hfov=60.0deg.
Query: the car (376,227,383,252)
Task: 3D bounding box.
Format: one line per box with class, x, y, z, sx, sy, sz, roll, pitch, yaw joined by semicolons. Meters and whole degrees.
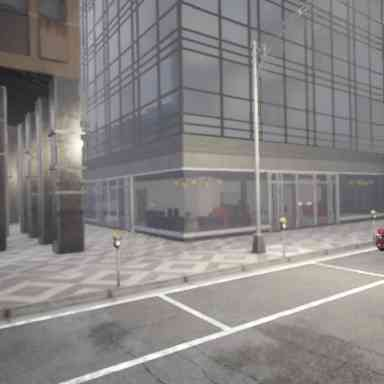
car;8.607;1.456;12.382;4.507;1.381;1.887;-1;-1;-34
